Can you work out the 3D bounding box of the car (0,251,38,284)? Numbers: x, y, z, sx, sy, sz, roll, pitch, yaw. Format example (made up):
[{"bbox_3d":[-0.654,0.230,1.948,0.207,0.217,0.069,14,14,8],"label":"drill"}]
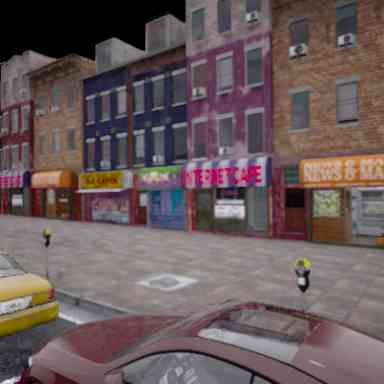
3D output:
[{"bbox_3d":[-4.324,1.510,5.915,4.829,1.417,1.752,0,-1,36],"label":"car"}]

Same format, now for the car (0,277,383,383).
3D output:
[{"bbox_3d":[0.339,1.581,2.584,4.206,1.307,1.802,0,-1,36],"label":"car"}]
